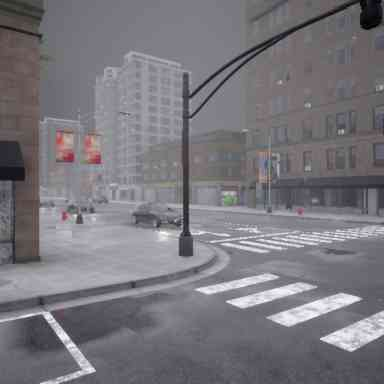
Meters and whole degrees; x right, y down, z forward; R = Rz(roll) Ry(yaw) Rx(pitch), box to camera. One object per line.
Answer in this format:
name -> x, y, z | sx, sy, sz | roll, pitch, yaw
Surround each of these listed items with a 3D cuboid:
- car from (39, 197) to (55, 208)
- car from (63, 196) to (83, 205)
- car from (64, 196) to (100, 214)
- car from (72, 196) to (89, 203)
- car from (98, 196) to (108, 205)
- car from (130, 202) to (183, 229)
car -> -21.335, 1.455, 48.253 | 1.812, 1.442, 4.674 | 0, 0, -36
car -> -21.407, 1.450, 59.638 | 2.033, 1.411, 5.357 | 0, 0, -36
car -> -11.663, 1.457, 34.721 | 1.837, 1.490, 4.892 | 0, 0, -36
car -> -22.243, 1.451, 66.324 | 1.994, 1.385, 4.181 | 0, 0, -36
car -> -16.158, 1.410, 57.909 | 1.837, 1.490, 4.892 | 0, 0, -36
car -> -2.398, 1.479, 21.893 | 1.837, 1.490, 4.892 | 0, 0, -36
